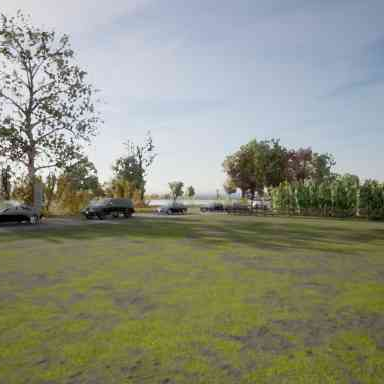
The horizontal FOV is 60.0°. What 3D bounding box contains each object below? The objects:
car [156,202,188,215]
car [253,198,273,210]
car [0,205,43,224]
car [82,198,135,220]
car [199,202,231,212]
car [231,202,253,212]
[{"bbox_3d":[-2.503,2.039,41.641,2.128,1.511,4.902,-1,-2,35],"label":"car"},{"bbox_3d":[12.517,2.058,58.164,2.150,2.045,5.566,-1,-2,35],"label":"car"},{"bbox_3d":[-13.902,1.742,25.351,2.128,1.511,4.902,-1,-2,35],"label":"car"},{"bbox_3d":[-8.241,1.619,33.442,2.150,2.045,5.566,-1,-2,36],"label":"car"},{"bbox_3d":[3.263,2.245,49.820,2.033,1.411,5.357,-1,-2,35],"label":"car"},{"bbox_3d":[6.581,2.224,49.579,2.033,1.411,5.357,-1,-2,35],"label":"car"}]
